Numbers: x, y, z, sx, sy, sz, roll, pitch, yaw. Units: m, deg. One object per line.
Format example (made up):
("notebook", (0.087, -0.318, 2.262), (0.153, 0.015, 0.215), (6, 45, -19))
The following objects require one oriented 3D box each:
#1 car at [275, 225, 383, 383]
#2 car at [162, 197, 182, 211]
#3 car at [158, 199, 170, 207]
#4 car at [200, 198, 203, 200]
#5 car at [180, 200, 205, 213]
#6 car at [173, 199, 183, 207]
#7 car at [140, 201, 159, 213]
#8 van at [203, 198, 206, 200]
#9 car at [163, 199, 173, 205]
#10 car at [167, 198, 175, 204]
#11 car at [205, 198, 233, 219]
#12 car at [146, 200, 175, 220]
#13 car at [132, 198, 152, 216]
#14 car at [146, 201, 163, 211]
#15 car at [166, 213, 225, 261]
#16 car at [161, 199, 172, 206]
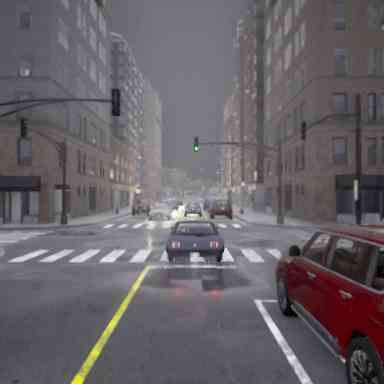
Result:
("car", (2.637, 1.356, 4.634), (2.192, 1.841, 5.009), (0, 0, 0))
("car", (-2.834, 1.886, 45.975), (2.128, 1.511, 4.902), (0, -1, 0))
("car", (-5.406, 2.098, 64.708), (1.887, 1.381, 4.507), (0, 0, 0))
("car", (2.688, 1.728, 48.200), (2.192, 1.841, 5.009), (0, 0, 0))
("car", (0.101, 1.858, 36.184), (2.033, 1.411, 5.357), (0, 0, 0))
("car", (-2.749, 2.166, 66.036), (1.895, 1.301, 4.718), (0, 0, 0))
("car", (-5.415, 1.932, 42.693), (1.947, 1.339, 4.313), (0, 0, 0))
("van", (2.693, 1.707, 42.696), (1.690, 1.788, 3.998), (0, 0, 0))
("car", (-5.401, 2.198, 75.714), (2.008, 1.369, 4.403), (0, 0, 0))
("car", (-5.396, 2.323, 86.722), (1.802, 1.307, 4.206), (0, 0, 0))
("car", (2.701, 1.588, 31.689), (2.192, 1.841, 5.009), (0, 0, 0))
("car", (-2.847, 1.791, 30.810), (1.812, 1.442, 4.674), (0, 0, 0))
("car", (-5.418, 1.635, 37.192), (2.192, 1.841, 5.009), (0, 0, 0))
("car", (-5.413, 1.964, 48.197), (2.008, 1.369, 4.403), (0, 0, 0))
("car", (0.098, 1.709, 12.689), (1.895, 1.301, 4.718), (0, 0, 0))
("car", (-5.403, 2.145, 70.211), (1.887, 1.381, 4.507), (0, 0, 0))
